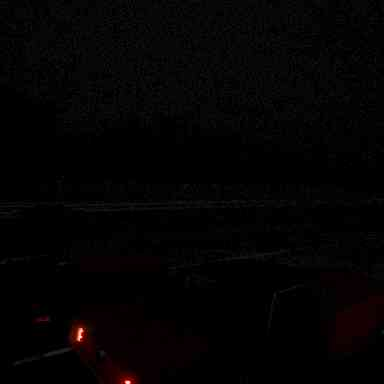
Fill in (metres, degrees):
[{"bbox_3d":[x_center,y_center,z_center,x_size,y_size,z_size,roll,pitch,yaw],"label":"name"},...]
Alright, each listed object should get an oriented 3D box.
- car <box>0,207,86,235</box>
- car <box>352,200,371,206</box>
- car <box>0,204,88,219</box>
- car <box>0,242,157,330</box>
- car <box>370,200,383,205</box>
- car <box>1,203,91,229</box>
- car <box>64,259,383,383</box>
[{"bbox_3d":[-8.767,1.608,19.210,4.718,1.301,1.895,0,0,-35],"label":"car"},{"bbox_3d":[24.337,1.778,45.961,5.357,1.411,2.033,0,0,-33],"label":"car"},{"bbox_3d":[-7.746,1.482,15.642,5.008,1.535,1.882,0,0,-35],"label":"car"},{"bbox_3d":[-2.721,1.603,6.092,4.718,1.301,1.895,0,0,-35],"label":"car"},{"bbox_3d":[25.298,1.825,42.406,4.718,1.301,1.895,1,0,-33],"label":"car"},{"bbox_3d":[-9.876,1.558,22.714,5.357,1.411,2.033,0,0,-35],"label":"car"},{"bbox_3d":[1.018,1.610,4.452,4.718,1.301,1.895,0,0,-35],"label":"car"}]
